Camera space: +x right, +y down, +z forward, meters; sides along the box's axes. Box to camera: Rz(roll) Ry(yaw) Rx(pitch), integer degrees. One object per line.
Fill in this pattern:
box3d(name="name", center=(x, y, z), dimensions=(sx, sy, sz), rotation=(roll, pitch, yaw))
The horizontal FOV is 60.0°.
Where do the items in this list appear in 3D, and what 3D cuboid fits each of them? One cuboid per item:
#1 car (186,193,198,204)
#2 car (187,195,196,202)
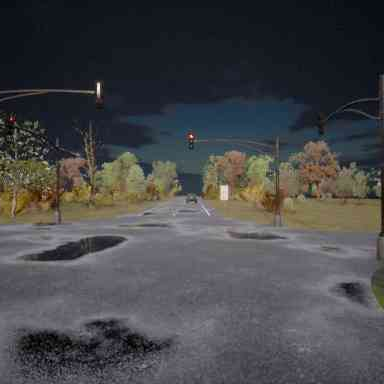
box3d(name="car", center=(-0.047, 1.289, 67.572), dimensions=(2.150, 2.045, 5.566), rotation=(0, 0, 0))
box3d(name="car", center=(-0.055, 1.461, 77.962), dimensions=(2.033, 1.411, 5.357), rotation=(0, 0, 0))
